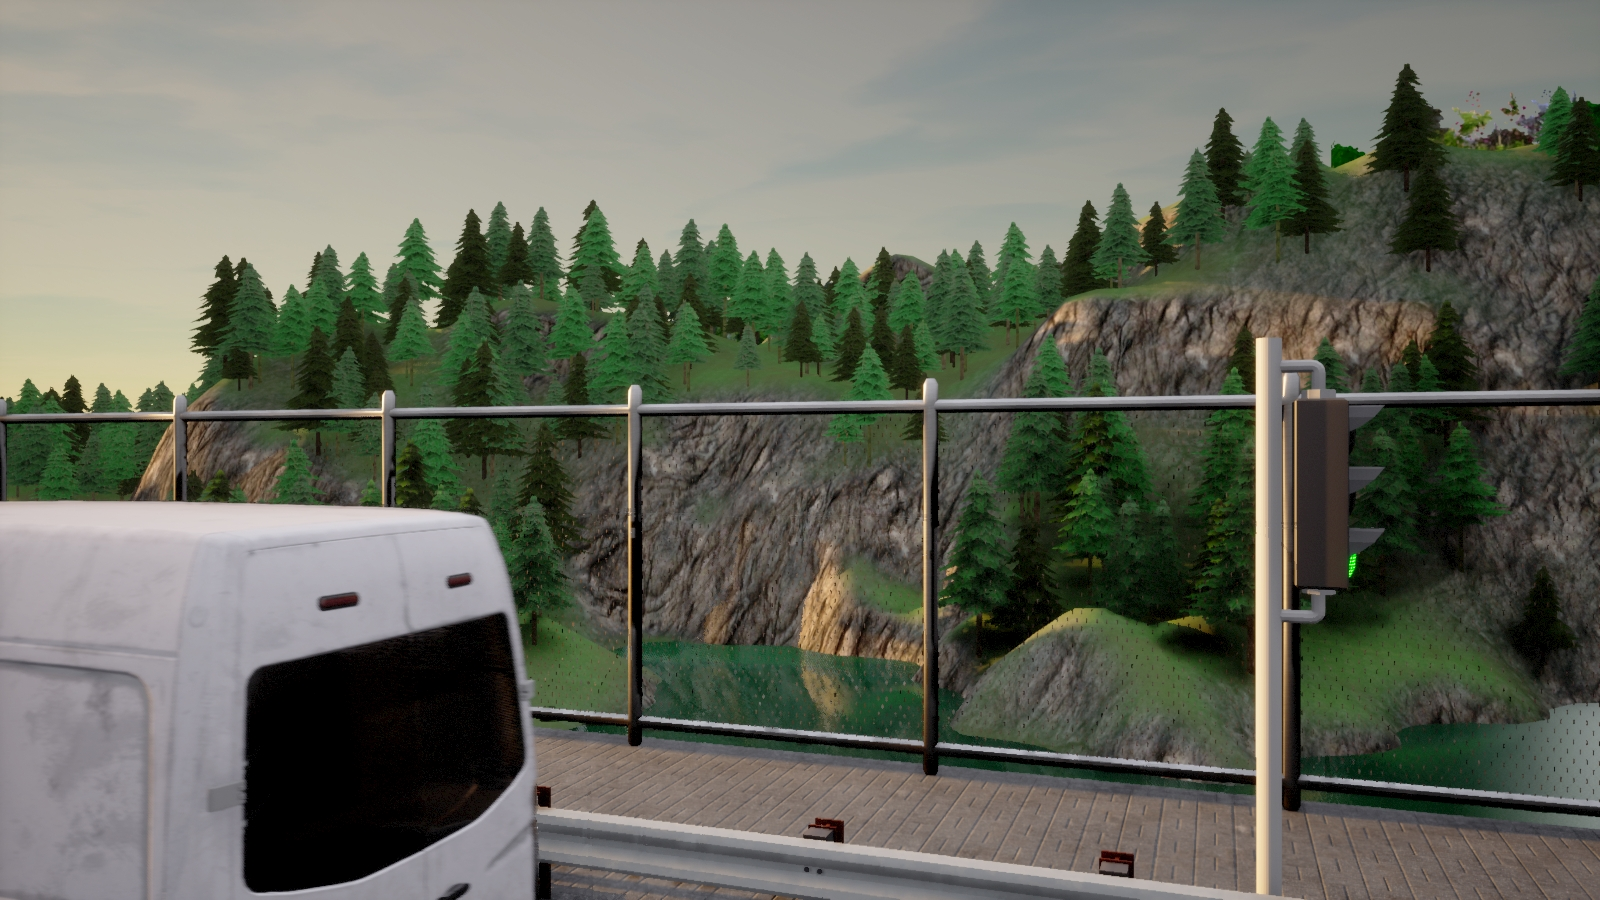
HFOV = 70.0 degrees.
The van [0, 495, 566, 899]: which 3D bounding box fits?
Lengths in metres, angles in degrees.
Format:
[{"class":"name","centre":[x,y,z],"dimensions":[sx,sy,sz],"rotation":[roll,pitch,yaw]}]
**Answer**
[{"class":"van","centre":[-4.203,1.537,5.356],"dimensions":[5.915,2.561,1.988],"rotation":[0,0,20]}]
